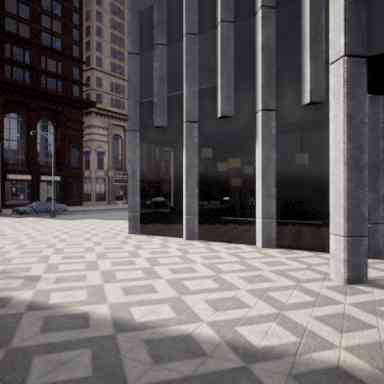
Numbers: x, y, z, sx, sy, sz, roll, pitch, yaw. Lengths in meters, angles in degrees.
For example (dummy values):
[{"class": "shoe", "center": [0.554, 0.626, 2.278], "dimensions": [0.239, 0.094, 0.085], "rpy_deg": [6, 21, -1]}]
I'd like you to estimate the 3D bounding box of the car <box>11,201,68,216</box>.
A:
[{"class": "car", "center": [-15.473, 1.646, 34.085], "dimensions": [2.033, 1.411, 5.357], "rpy_deg": [0, 0, 36]}]
